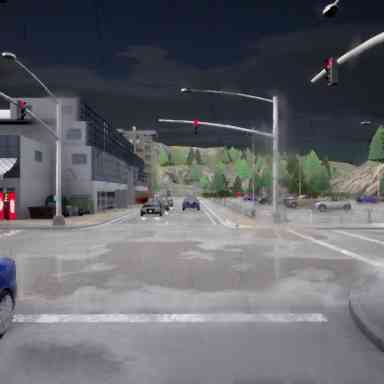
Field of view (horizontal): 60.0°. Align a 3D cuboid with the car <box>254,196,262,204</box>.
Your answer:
[{"bbox_3d":[13.467,1.113,56.657,4.605,1.855,1.932,0,0,0],"label":"car"}]

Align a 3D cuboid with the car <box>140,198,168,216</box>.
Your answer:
[{"bbox_3d":[-3.755,1.564,32.046,1.994,1.385,4.181,0,0,0],"label":"car"}]

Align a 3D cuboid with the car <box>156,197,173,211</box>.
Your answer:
[{"bbox_3d":[-3.798,1.352,40.660,2.097,1.767,4.553,0,0,0],"label":"car"}]

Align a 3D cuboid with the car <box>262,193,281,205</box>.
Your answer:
[{"bbox_3d":[13.894,1.092,53.753,3.866,1.878,1.905,0,0,0],"label":"car"}]

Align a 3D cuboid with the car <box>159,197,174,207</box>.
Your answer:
[{"bbox_3d":[-3.832,1.526,50.782,1.812,1.442,4.674,0,0,0],"label":"car"}]

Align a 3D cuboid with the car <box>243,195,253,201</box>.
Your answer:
[{"bbox_3d":[13.509,1.389,75.241,3.633,1.501,1.845,0,0,0],"label":"car"}]

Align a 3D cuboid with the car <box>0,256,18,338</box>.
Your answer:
[{"bbox_3d":[-3.598,1.480,3.598,1.882,1.535,5.008,1,0,-9],"label":"car"}]

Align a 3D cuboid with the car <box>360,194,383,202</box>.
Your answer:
[{"bbox_3d":[39.611,1.346,72.248,5.027,1.636,2.152,0,0,0],"label":"car"}]

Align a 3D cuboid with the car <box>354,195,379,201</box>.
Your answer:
[{"bbox_3d":[39.542,1.355,75.384,4.514,1.523,2.007,0,0,0],"label":"car"}]

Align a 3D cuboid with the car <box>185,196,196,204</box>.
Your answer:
[{"bbox_3d":[-0.272,1.547,62.657,2.033,1.411,5.357,0,0,0],"label":"car"}]

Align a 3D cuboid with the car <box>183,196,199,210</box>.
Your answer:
[{"bbox_3d":[-0.117,1.352,43.226,2.097,1.767,4.553,0,0,0],"label":"car"}]

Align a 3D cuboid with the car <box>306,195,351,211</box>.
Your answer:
[{"bbox_3d":[14.316,1.247,34.543,3.806,1.475,1.970,0,0,0],"label":"car"}]

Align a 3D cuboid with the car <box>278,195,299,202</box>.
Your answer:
[{"bbox_3d":[20.944,1.399,72.299,3.806,1.475,1.970,0,0,0],"label":"car"}]

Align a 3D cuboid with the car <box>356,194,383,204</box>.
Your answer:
[{"bbox_3d":[31.998,1.335,60.363,3.633,1.501,1.845,0,0,0],"label":"car"}]

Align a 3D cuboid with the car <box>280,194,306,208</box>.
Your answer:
[{"bbox_3d":[13.960,1.169,40.959,5.027,1.636,2.152,0,0,0],"label":"car"}]
